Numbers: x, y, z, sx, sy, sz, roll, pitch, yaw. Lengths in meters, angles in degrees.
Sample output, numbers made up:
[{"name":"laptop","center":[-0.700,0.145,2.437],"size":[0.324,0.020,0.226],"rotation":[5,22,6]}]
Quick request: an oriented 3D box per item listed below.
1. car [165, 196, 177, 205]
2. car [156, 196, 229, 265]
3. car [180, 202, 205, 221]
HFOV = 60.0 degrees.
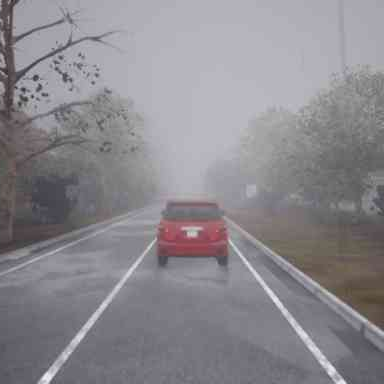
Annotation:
[{"name":"car","center":[-3.559,1.444,57.333],"size":[1.812,1.442,4.674],"rotation":[0,0,0]},{"name":"car","center":[0.037,1.245,11.848],"size":[2.150,2.045,5.566],"rotation":[0,0,1]},{"name":"car","center":[0.048,1.595,28.079],"size":[1.994,1.385,4.181],"rotation":[0,0,0]}]
